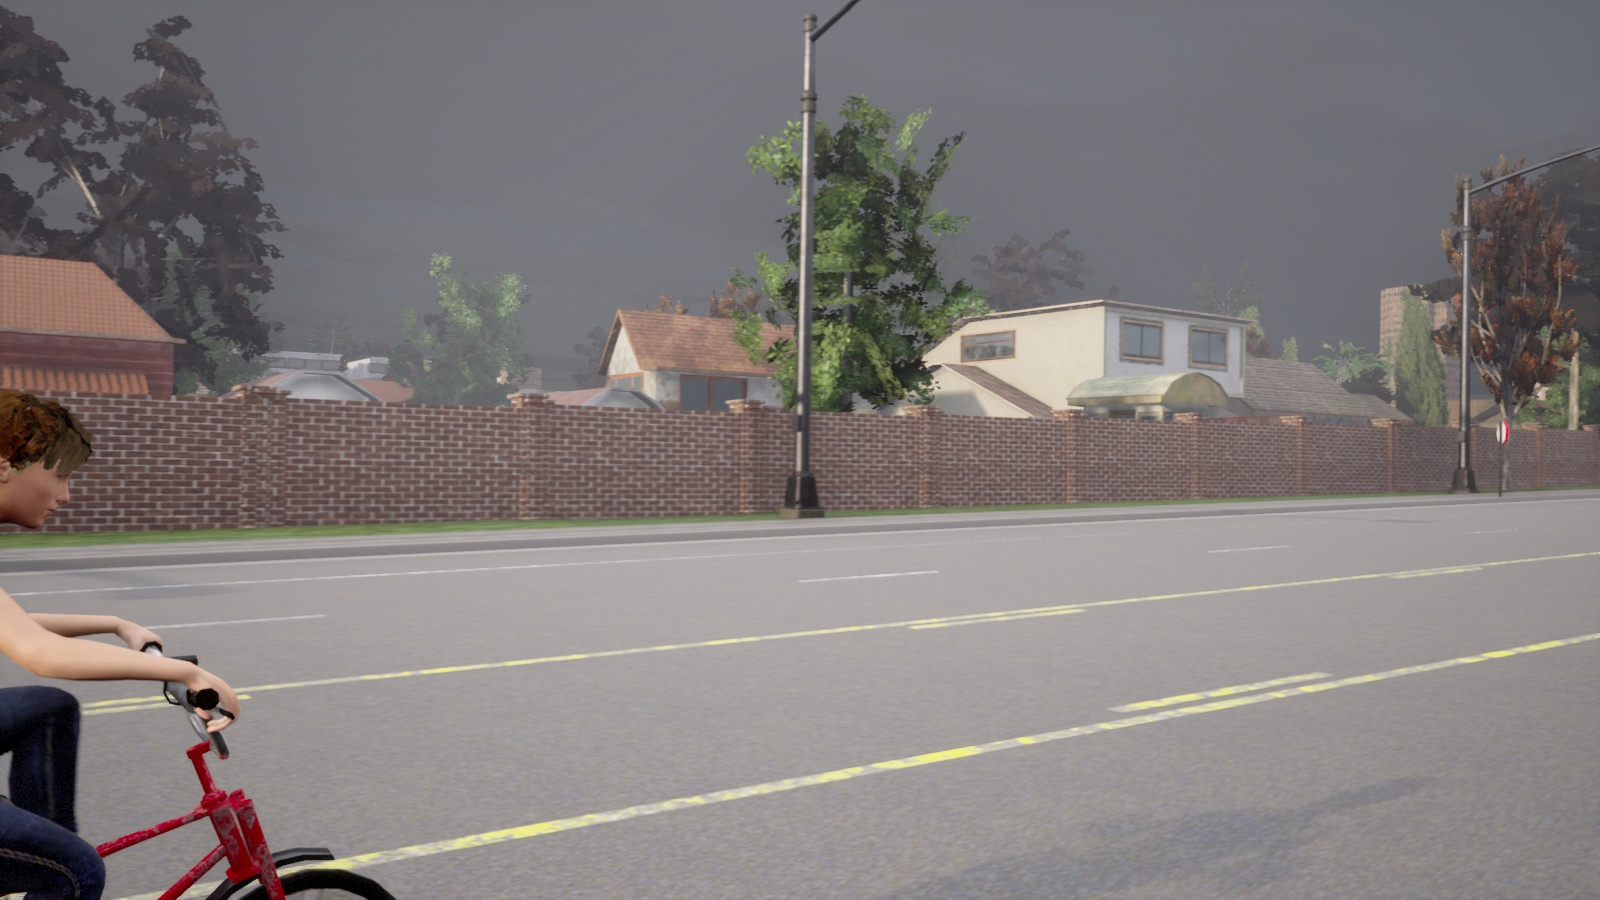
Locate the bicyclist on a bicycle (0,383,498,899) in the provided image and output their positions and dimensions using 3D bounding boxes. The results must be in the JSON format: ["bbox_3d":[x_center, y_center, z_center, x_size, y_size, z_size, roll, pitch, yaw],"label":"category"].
[{"bbox_3d":[-1.512,0.692,2.602,1.509,1.612,0.866,0,0,-35],"label":"bicyclist on a bicycle"}]
